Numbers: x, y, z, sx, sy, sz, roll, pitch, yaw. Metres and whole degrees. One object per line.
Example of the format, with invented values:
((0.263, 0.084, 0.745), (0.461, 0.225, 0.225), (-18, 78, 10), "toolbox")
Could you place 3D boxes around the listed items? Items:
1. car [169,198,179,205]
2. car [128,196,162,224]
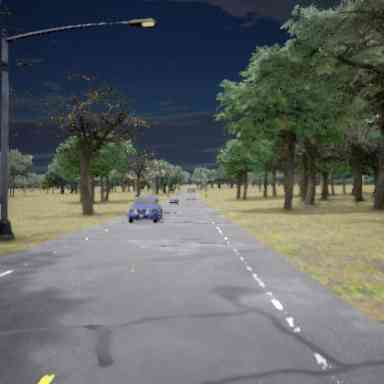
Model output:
((-3.670, 1.899, 67.968), (1.895, 1.301, 4.718), (0, 0, 0), "car")
((-3.664, 1.384, 26.757), (2.150, 2.045, 5.566), (0, 0, 0), "car")
